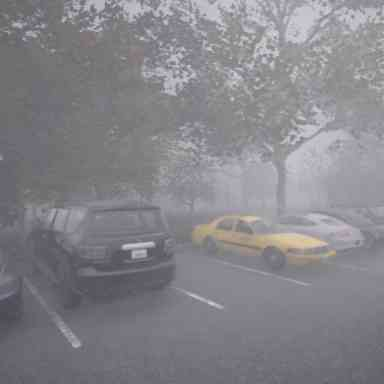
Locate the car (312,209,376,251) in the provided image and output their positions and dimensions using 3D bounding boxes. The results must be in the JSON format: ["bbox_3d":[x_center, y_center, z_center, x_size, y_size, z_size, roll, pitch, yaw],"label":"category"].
[{"bbox_3d":[4.259,1.541,13.095,2.002,1.452,4.674,0,0,-35],"label":"car"}]

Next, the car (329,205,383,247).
[{"bbox_3d":[6.530,1.536,14.682,2.163,1.488,4.792,0,0,-35],"label":"car"}]

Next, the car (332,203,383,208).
[{"bbox_3d":[8.648,1.386,16.268,2.185,1.767,4.553,0,0,-36],"label":"car"}]

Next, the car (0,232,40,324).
[{"bbox_3d":[-4.745,1.510,6.640,2.163,1.488,4.792,0,0,-36],"label":"car"}]

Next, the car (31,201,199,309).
[{"bbox_3d":[-2.523,1.234,8.295,2.435,2.045,5.566,0,0,-36],"label":"car"}]

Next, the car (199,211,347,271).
[{"bbox_3d":[2.110,1.493,11.338,1.946,1.575,5.366,0,0,-35],"label":"car"}]
